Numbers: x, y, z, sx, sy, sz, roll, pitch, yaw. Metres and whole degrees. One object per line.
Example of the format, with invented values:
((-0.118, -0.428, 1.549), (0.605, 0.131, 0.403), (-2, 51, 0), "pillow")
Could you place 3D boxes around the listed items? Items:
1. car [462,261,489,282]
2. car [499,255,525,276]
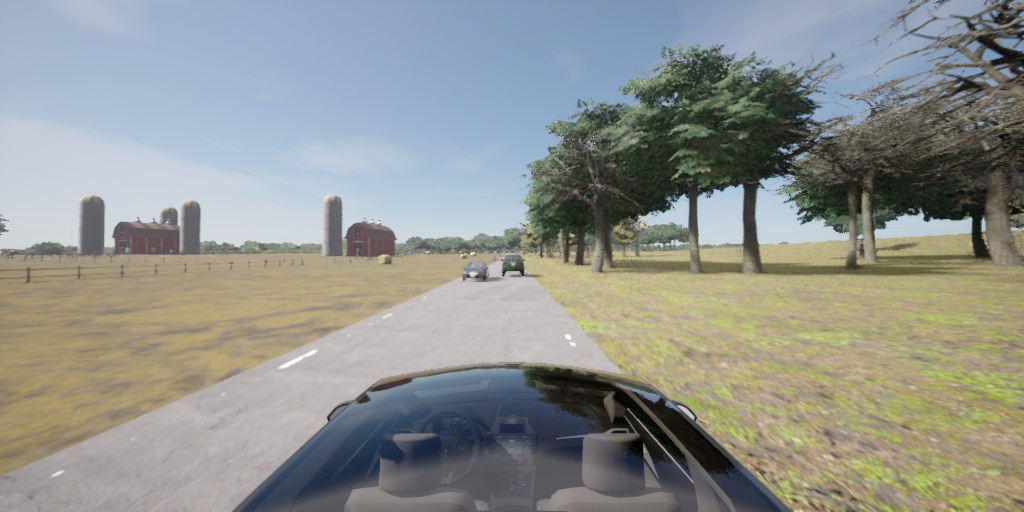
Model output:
((-2.837, 1.174, 28.638), (2.128, 1.511, 4.902), (0, 0, 0), "car")
((0.112, 0.875, 36.013), (2.150, 2.045, 5.566), (0, 0, 0), "car")
